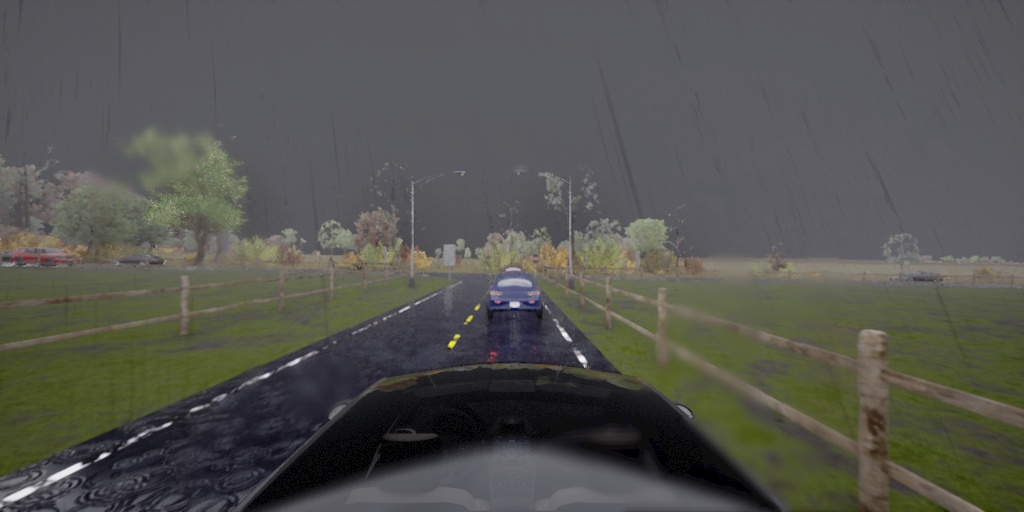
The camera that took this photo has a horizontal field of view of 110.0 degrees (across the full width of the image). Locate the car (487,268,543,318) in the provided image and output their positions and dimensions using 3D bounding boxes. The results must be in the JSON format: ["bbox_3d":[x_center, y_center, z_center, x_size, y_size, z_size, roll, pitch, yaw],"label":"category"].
[{"bbox_3d":[0.098,1.328,13.165,1.812,1.442,4.674,0,-1,0],"label":"car"}]

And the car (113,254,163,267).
[{"bbox_3d":[-43.764,0.507,41.924,4.892,1.490,1.837,2,0,0],"label":"car"}]

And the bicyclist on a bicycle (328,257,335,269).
[{"bbox_3d":[-22.632,0.909,45.034,0.582,1.620,1.656,1,0,0],"label":"bicyclist on a bicycle"}]

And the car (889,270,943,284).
[{"bbox_3d":[47.150,2.452,41.910,4.902,1.511,2.128,1,0,0],"label":"car"}]

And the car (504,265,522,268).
[{"bbox_3d":[0.063,1.389,25.971,1.812,1.442,4.674,0,0,-1],"label":"car"}]

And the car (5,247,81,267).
[{"bbox_3d":[-50.745,0.094,39.141,5.566,2.045,2.150,1,0,0],"label":"car"}]
